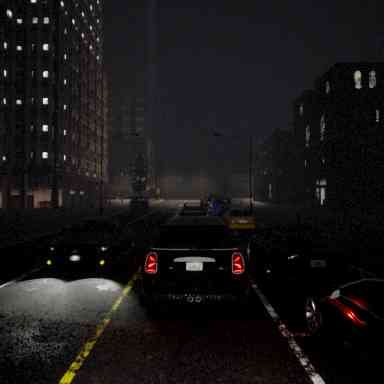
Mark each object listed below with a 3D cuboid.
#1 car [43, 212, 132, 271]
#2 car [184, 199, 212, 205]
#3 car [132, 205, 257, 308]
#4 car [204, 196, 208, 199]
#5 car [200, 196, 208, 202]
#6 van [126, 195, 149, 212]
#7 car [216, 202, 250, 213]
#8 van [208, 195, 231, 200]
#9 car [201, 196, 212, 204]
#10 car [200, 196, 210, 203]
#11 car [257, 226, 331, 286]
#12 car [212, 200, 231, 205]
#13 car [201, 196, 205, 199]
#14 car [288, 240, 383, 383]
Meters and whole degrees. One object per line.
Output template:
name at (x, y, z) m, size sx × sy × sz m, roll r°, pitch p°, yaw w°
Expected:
car at (-3.105, 1.566, 10.836) m, size 1.994 × 1.385 × 4.181 m, roll 0°, pitch 0°, yaw 0°
car at (0.088, 1.497, 24.325) m, size 2.128 × 1.511 × 4.902 m, roll 0°, pitch 0°, yaw 0°
car at (0.086, 1.354, 8.088) m, size 2.097 × 1.767 × 4.553 m, roll 0°, pitch 0°, yaw 1°
car at (2.688, 1.446, 36.119) m, size 1.967 × 1.590 × 4.097 m, roll 1°, pitch 0°, yaw 0°
car at (2.791, 1.576, 79.937) m, size 1.802 × 1.307 × 4.206 m, roll 1°, pitch 0°, yaw 0°
van at (-5.690, 1.347, 36.112) m, size 1.690 × 1.788 × 3.998 m, roll 1°, pitch 0°, yaw 0°
car at (2.694, 1.530, 19.855) m, size 1.752 × 1.417 × 4.829 m, roll 1°, pitch 0°, yaw 0°
van at (2.692, 1.347, 30.642) m, size 1.690 × 1.788 × 3.998 m, roll 1°, pitch 0°, yaw 0°
car at (2.674, 1.566, 63.507) m, size 1.947 × 1.339 × 4.313 m, roll 1°, pitch 0°, yaw 0°
car at (2.672, 1.549, 68.985) m, size 2.008 × 1.369 × 4.403 m, roll 1°, pitch 0°, yaw 0°
car at (2.698, 1.568, 9.194) m, size 1.947 × 1.339 × 4.313 m, roll 1°, pitch 0°, yaw 0°
car at (2.691, 1.556, 25.163) m, size 2.008 × 1.369 × 4.403 m, roll 1°, pitch 0°, yaw 0°
car at (2.688, 1.321, 41.597) m, size 2.192 × 1.841 × 5.009 m, roll 1°, pitch 0°, yaw 0°
car at (2.700, 1.567, 3.650) m, size 1.947 × 1.339 × 4.313 m, roll 1°, pitch 0°, yaw 0°
